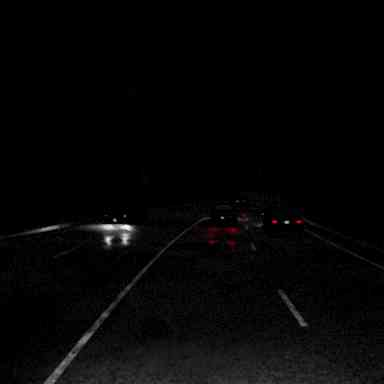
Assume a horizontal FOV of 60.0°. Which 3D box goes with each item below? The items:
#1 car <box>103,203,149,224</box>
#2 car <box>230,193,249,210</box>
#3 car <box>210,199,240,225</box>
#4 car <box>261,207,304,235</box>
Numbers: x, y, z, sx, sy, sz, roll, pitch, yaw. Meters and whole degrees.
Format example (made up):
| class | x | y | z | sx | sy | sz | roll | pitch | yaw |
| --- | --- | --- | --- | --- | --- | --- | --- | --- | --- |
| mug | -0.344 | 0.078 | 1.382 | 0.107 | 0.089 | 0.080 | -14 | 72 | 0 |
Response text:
| class | x | y | z | sx | sy | sz | roll | pitch | yaw |
| --- | --- | --- | --- | --- | --- | --- | --- | --- | --- |
| car | -4.776 | 1.521 | 25.114 | 2.033 | 1.411 | 5.357 | 0 | 0 | 10 |
| car | 6.050 | 1.204 | 42.423 | 2.150 | 2.045 | 5.566 | 0 | 0 | 13 |
| car | 2.384 | 1.521 | 24.353 | 1.812 | 1.442 | 4.674 | 0 | 0 | 9 |
| car | 5.086 | 1.553 | 19.107 | 2.033 | 1.411 | 5.357 | 0 | 0 | 8 |
